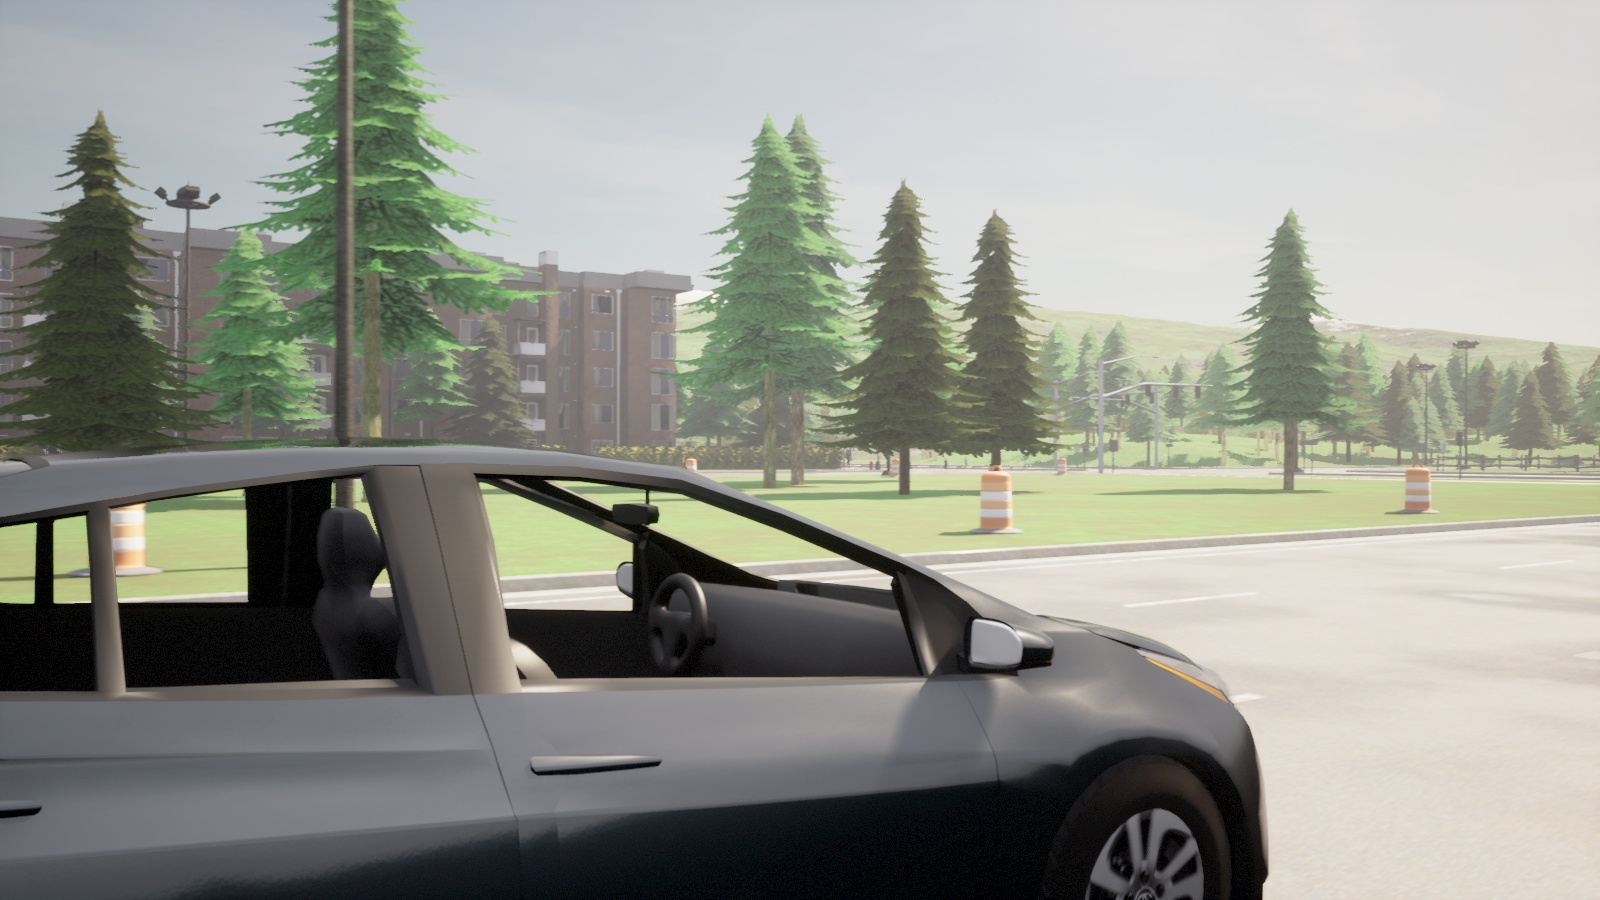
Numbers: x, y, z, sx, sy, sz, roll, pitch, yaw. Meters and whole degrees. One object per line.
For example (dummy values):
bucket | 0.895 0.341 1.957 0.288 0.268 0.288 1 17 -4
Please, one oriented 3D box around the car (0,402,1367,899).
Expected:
car | -0.825 0.701 3.085 4.514 1.525 2.007 0 0 -35

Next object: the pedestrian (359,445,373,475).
pedestrian | -28.048 0.632 81.129 0.788 1.949 0.423 0 0 -33
